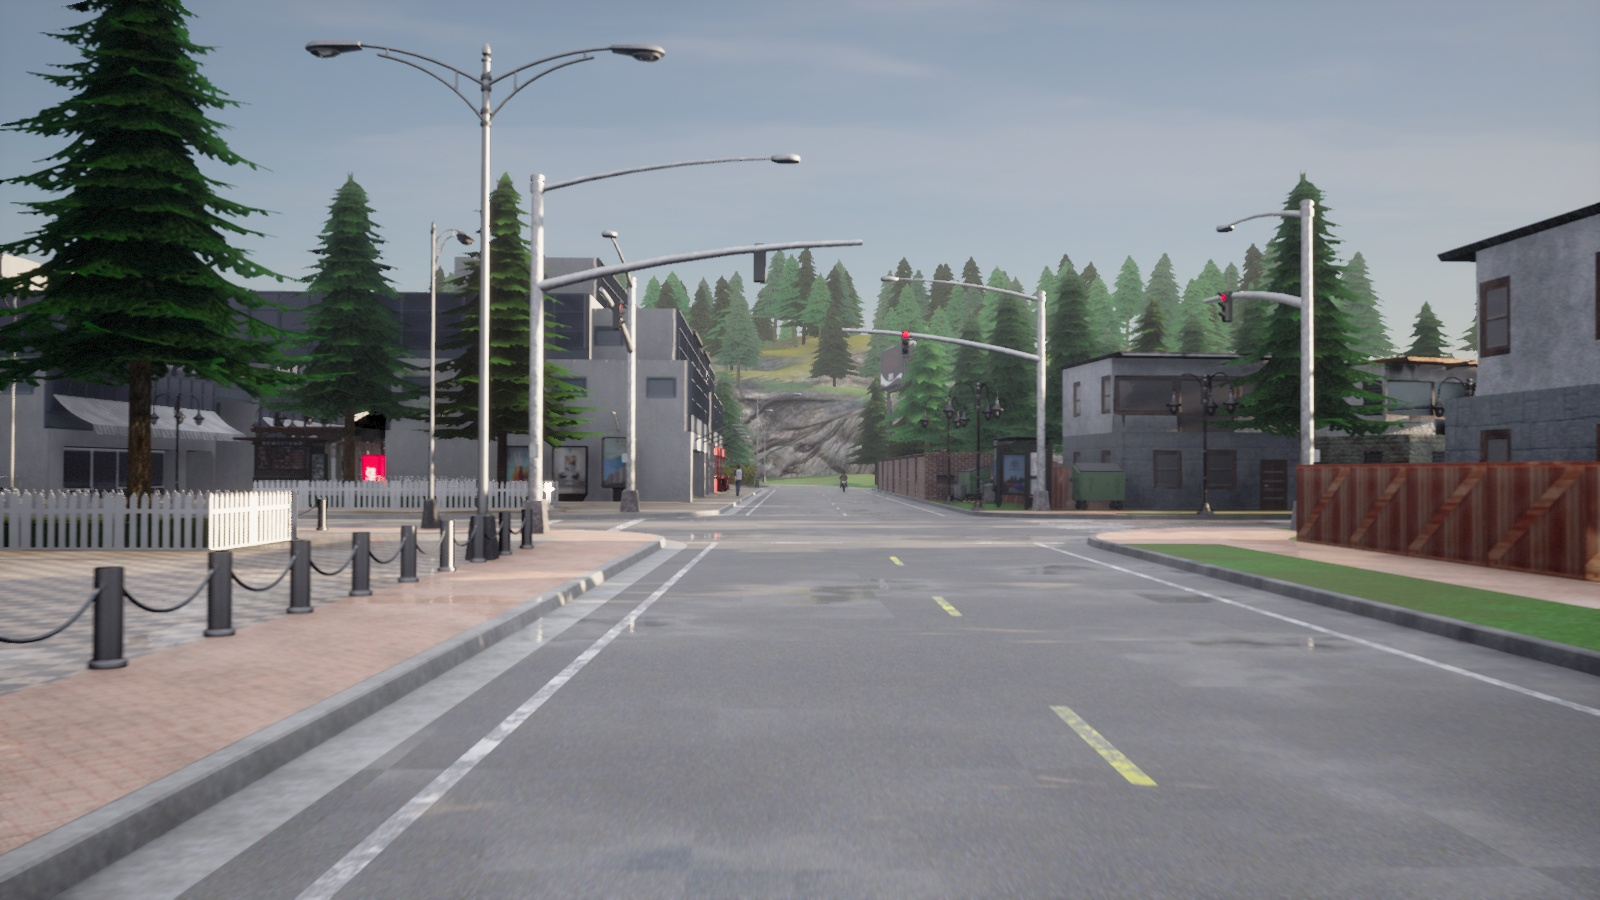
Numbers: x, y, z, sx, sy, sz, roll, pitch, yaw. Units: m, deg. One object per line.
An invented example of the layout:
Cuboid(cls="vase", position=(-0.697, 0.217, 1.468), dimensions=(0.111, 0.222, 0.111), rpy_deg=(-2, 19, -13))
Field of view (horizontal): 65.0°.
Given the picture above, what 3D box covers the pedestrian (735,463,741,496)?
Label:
Cuboid(cls="pedestrian", position=(-3.451, 1.662, 70.081), dimensions=(0.354, 1.836, 0.706), rpy_deg=(0, -1, -3))
